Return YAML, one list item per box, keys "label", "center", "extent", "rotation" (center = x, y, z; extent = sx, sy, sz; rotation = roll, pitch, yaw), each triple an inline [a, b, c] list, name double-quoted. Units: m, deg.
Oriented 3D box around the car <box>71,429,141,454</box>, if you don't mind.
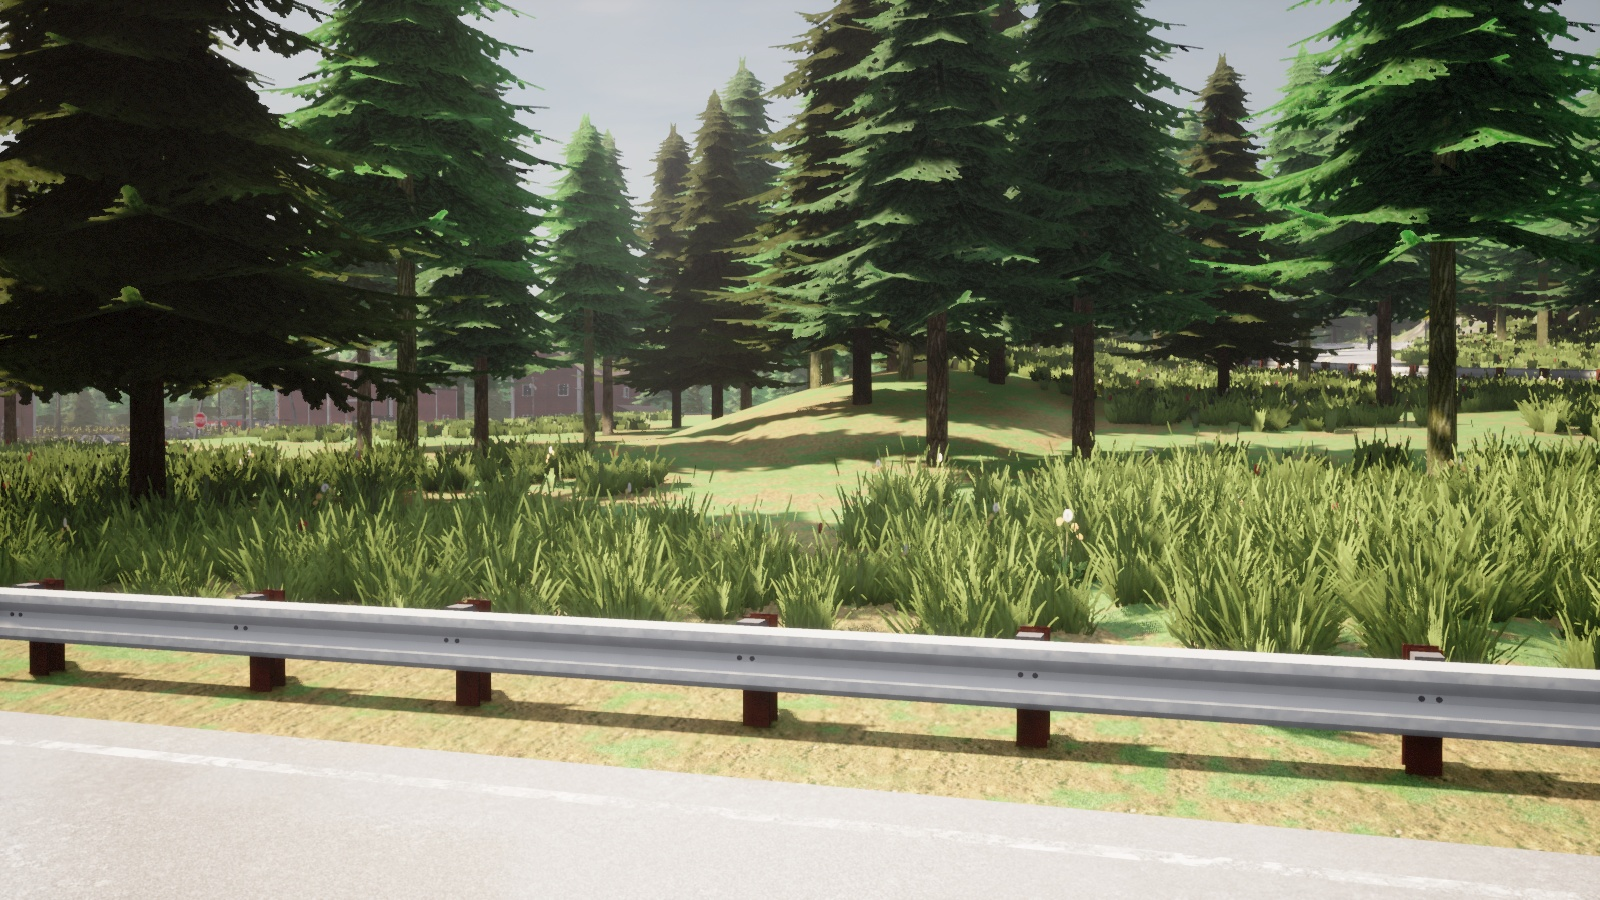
- label: "car"
  center: [-43.263, -0.549, 78.304]
  extent: [3.633, 1.501, 1.845]
  rotation: [1, 1, 20]
